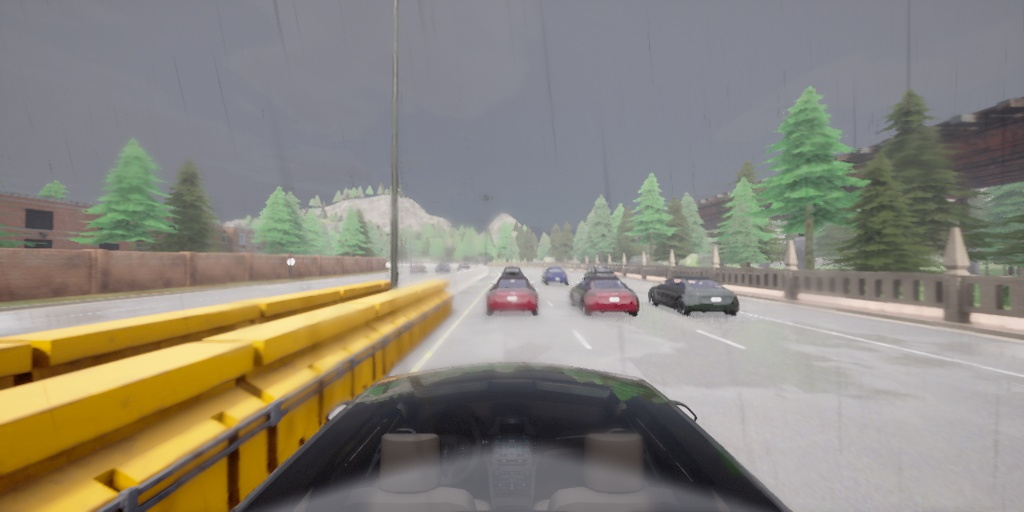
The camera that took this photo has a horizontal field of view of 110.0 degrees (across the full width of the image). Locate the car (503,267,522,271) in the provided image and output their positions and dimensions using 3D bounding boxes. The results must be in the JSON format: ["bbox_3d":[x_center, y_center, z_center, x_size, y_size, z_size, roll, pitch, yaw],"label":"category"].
[{"bbox_3d":[0.043,1.625,29.103,1.837,1.490,4.892,0,0,1],"label":"car"}]

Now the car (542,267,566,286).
[{"bbox_3d":[3.550,1.653,29.746,1.812,1.442,4.674,0,-1,1],"label":"car"}]

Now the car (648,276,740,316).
[{"bbox_3d":[7.045,1.485,14.340,1.994,1.385,4.181,0,-1,1],"label":"car"}]

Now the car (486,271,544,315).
[{"bbox_3d":[0.047,1.488,14.567,1.994,1.385,4.181,0,-1,1],"label":"car"}]

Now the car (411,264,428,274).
[{"bbox_3d":[-14.349,2.001,55.522,1.812,1.442,4.674,0,-1,-3],"label":"car"}]

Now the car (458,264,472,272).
[{"bbox_3d":[-7.462,1.989,57.199,2.128,1.511,4.902,0,-1,-4],"label":"car"}]

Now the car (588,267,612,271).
[{"bbox_3d":[7.042,1.610,29.064,2.128,1.511,4.902,0,-1,1],"label":"car"}]

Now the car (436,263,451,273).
[{"bbox_3d":[-10.992,1.858,57.772,2.097,1.767,4.553,0,-1,-4],"label":"car"}]

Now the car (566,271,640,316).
[{"bbox_3d":[3.545,1.485,14.334,1.994,1.385,4.181,0,-1,1],"label":"car"}]
